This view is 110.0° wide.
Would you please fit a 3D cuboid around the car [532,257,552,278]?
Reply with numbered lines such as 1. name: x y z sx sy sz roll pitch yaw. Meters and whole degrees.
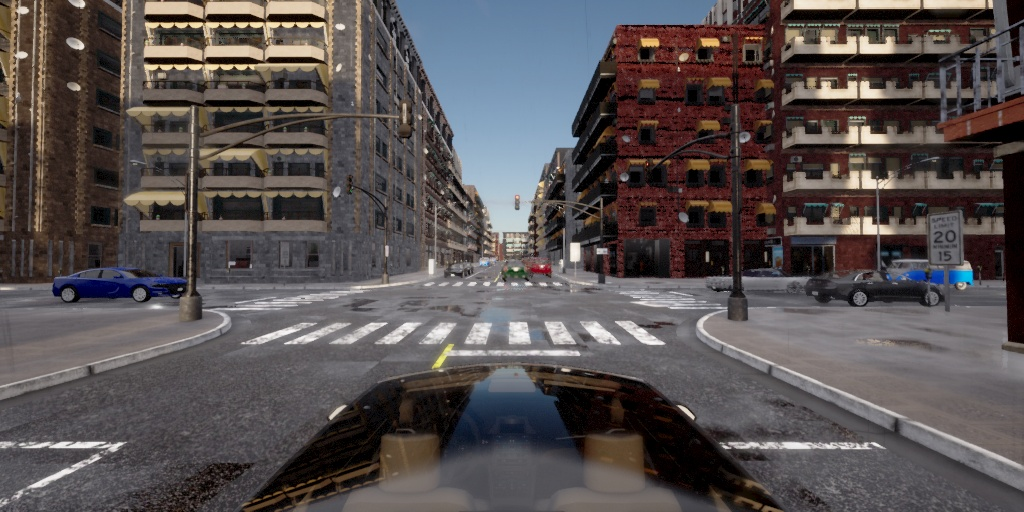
1. car: 2.626 1.077 33.997 2.192 1.841 5.009 0 0 0

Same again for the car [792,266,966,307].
1. car: 13.767 1.185 13.683 4.403 1.370 2.007 0 0 0

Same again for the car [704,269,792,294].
1. car: 12.976 1.352 19.116 4.718 1.301 1.895 0 -1 0

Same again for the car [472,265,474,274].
1. car: -5.245 1.331 39.528 1.948 1.339 4.313 0 0 0

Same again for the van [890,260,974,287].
1. van: 24.939 1.115 21.515 3.998 1.789 1.690 0 0 0

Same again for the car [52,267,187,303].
1. car: -17.587 1.254 16.304 5.008 1.535 1.882 0 -1 0

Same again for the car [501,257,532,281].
1. car: 0.211 1.109 30.264 2.097 1.767 4.553 0 0 -3

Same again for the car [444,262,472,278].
1. car: -5.255 1.328 33.966 1.948 1.339 4.313 0 0 0
